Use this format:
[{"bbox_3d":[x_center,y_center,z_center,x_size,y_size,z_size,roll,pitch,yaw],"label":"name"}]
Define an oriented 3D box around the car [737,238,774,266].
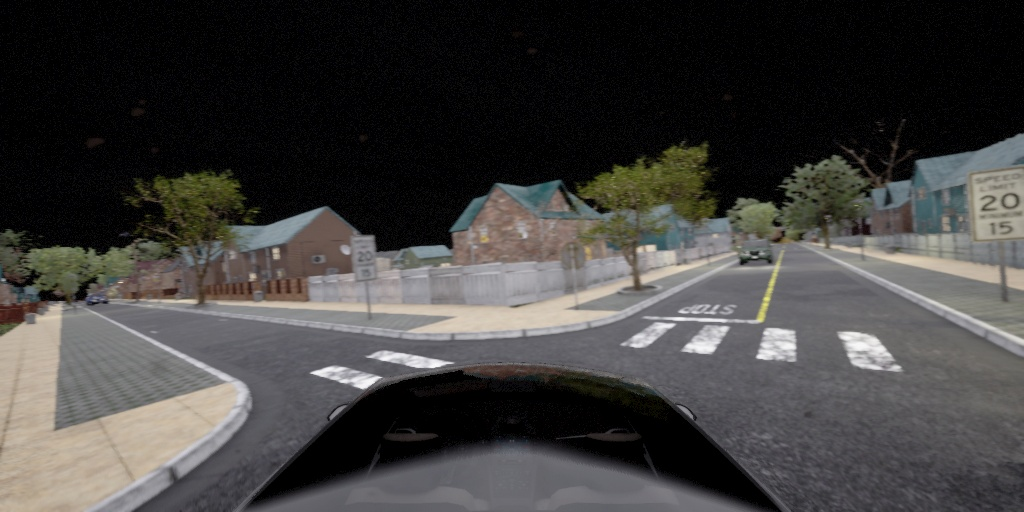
[{"bbox_3d":[19.962,-0.361,29.299,2.150,2.045,5.566,-5,0,37],"label":"car"}]
